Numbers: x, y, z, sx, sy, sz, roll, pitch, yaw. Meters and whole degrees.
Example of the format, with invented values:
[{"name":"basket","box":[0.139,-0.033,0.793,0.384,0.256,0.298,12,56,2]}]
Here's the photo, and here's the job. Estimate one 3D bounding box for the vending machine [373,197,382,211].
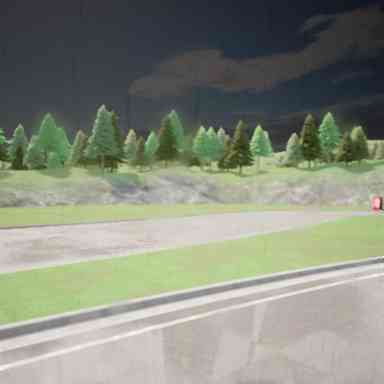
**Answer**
[{"name":"vending machine","box":[27.685,1.740,49.685,0.880,2.100,1.100,0,0,11]}]
